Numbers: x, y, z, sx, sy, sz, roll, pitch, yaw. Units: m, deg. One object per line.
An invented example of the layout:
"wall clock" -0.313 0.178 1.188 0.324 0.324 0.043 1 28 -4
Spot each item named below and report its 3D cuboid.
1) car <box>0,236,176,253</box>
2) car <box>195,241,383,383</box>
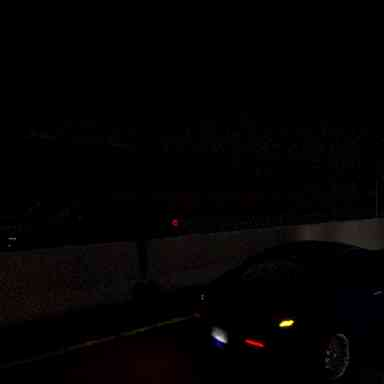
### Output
"car" -3.029 1.222 10.429 5.566 2.045 2.150 0 0 -35
"car" 2.202 1.528 5.314 4.674 1.442 1.812 0 0 -35
